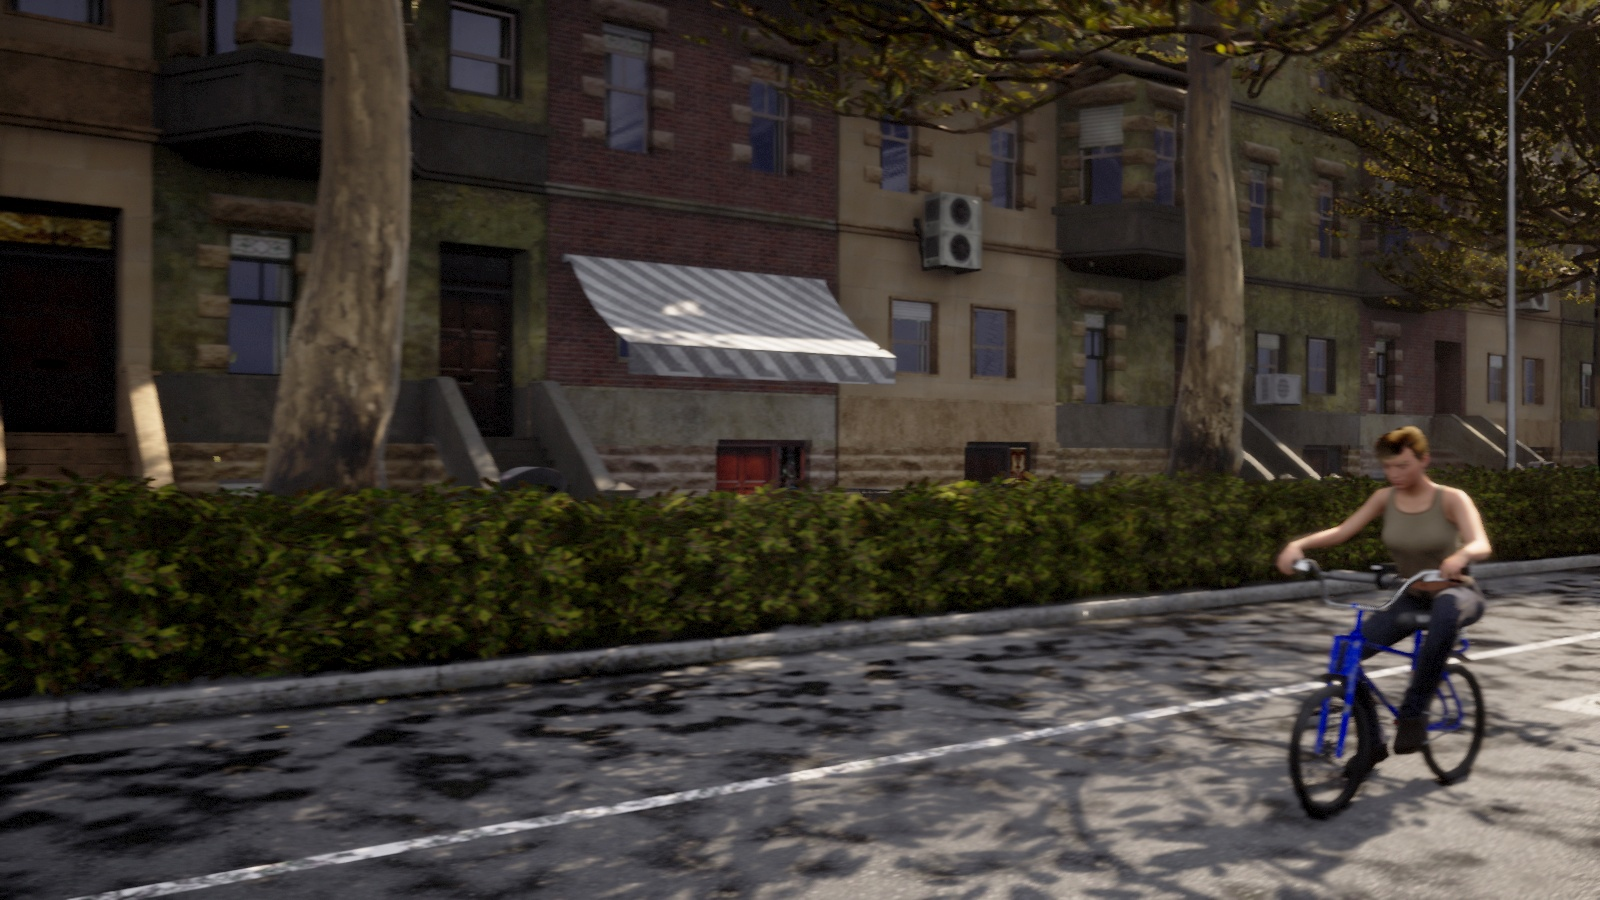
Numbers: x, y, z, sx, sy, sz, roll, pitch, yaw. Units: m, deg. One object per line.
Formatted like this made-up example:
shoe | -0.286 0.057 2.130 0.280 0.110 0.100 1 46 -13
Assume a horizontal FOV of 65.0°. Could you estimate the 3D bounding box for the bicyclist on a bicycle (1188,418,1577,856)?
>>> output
bicyclist on a bicycle | 2.518 0.689 5.406 1.509 1.612 0.866 0 0 -34
